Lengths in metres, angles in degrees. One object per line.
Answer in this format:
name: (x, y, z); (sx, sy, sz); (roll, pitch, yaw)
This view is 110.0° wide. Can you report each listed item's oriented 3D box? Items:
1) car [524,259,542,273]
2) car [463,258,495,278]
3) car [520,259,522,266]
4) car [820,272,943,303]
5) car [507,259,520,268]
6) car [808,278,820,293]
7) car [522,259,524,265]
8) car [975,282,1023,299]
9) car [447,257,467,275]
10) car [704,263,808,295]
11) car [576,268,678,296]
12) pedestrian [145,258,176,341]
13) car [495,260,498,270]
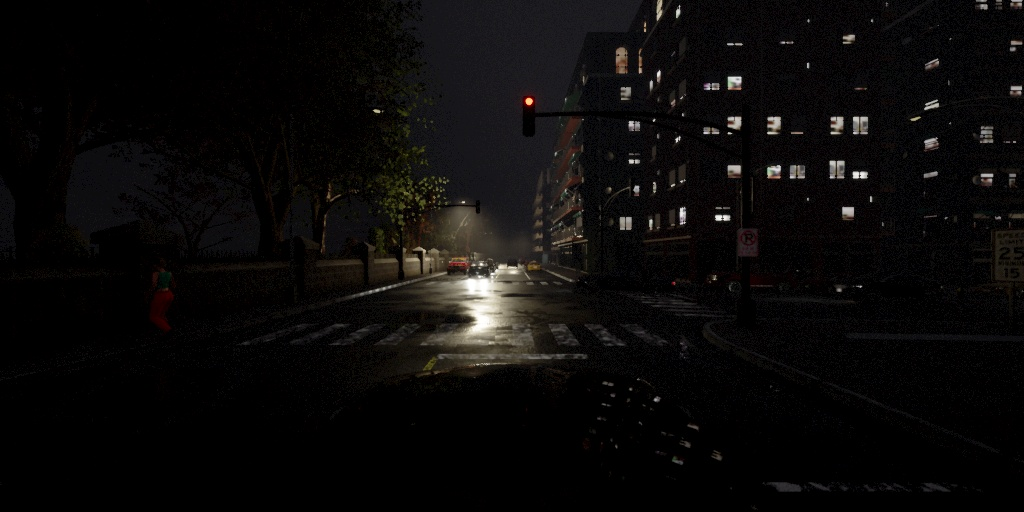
car: (2.741, 1.283, 44.286); (1.751, 1.417, 4.829); (0, 0, 0)
car: (-3.063, 1.245, 34.348); (2.128, 1.511, 4.902); (0, 0, 0)
car: (2.754, 1.316, 55.187); (2.007, 1.370, 4.403); (0, 0, 0)
car: (20.166, 1.627, 19.396); (4.902, 1.511, 2.128); (1, 0, 0)
car: (0.075, 1.249, 63.484); (1.882, 1.535, 5.008); (0, 0, 0)
car: (20.316, 1.671, 21.992); (4.507, 1.381, 1.888); (0, 0, 0)
car: (2.747, 1.307, 49.651); (1.888, 1.381, 4.507); (0, 0, 0)
car: (31.538, 1.857, 22.013); (4.829, 1.417, 1.751); (0, 0, 0)
car: (-5.646, 1.070, 38.590); (2.192, 1.841, 5.009); (0, 0, 0)
car: (14.622, 1.338, 21.981); (5.009, 1.841, 2.192); (0, 0, 0)
car: (6.336, 1.383, 20.179); (5.357, 1.411, 2.033); (2, 0, 12)
pedestrian: (-7.651, 0.891, 7.813); (0.375, 1.860, 0.375); (0, 0, 0)
car: (-3.044, 1.264, 44.316); (1.837, 1.490, 4.892); (0, 0, 0)
